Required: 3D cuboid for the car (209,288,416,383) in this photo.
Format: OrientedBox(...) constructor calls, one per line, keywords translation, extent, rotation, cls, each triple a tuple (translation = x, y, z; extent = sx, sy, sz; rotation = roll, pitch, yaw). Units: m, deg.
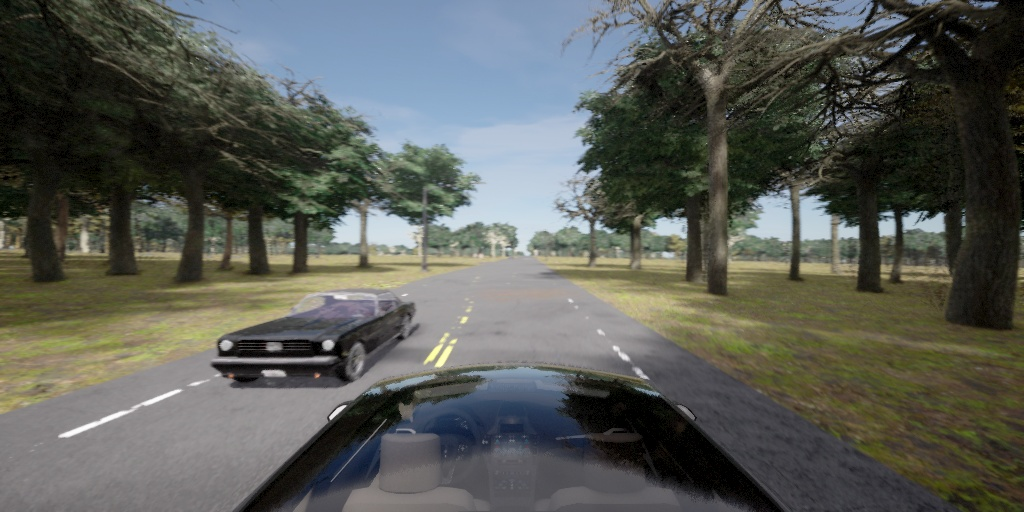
OrientedBox(translation=(-3.417, 1.369, 7.284), extent=(1.895, 1.301, 4.718), rotation=(0, 0, -1), cls="car")
